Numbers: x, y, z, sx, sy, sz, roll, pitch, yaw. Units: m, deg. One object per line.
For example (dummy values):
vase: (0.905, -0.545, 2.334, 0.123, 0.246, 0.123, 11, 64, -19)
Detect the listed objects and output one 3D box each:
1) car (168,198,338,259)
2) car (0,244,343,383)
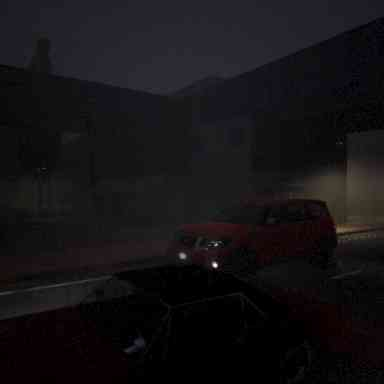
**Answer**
car: (2.001, 1.214, 9.718, 5.566, 2.045, 2.150, 0, 0, -36)
car: (-0.475, 1.599, 3.636, 4.718, 1.301, 1.895, 0, 0, -35)
